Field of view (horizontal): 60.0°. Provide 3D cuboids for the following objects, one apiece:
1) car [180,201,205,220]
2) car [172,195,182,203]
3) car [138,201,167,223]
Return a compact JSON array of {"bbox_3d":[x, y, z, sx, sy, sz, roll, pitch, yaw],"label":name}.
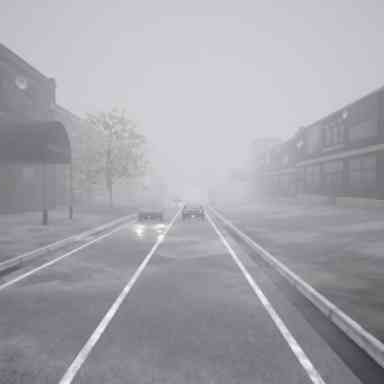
[{"bbox_3d":[0.086,1.661,29.002,1.895,1.301,4.718,0,0,0],"label":"car"},{"bbox_3d":[-3.033,1.439,68.558,1.837,1.490,4.892,0,1,0],"label":"car"},{"bbox_3d":[-3.109,1.531,26.641,1.882,1.535,5.008,0,0,0],"label":"car"}]
